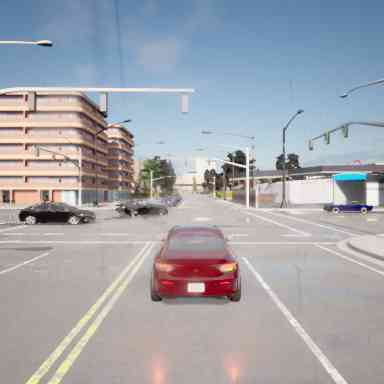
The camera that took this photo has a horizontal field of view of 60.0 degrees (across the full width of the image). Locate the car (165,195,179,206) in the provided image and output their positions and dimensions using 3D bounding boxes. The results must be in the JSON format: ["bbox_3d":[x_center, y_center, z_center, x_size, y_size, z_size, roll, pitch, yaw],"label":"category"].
[{"bbox_3d":[-3.585,1.352,51.677,2.097,1.767,4.553,0,0,0],"label":"car"}]

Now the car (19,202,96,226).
[{"bbox_3d":[-8.997,1.459,22.365,4.892,1.490,1.837,0,0,2],"label":"car"}]

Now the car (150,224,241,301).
[{"bbox_3d":[0.082,1.526,8.195,1.812,1.442,4.674,0,0,0],"label":"car"}]

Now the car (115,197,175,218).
[{"bbox_3d":[-4.372,1.457,29.380,4.902,1.511,2.128,0,0,-41],"label":"car"}]

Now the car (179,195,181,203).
[{"bbox_3d":[-3.567,1.601,61.639,1.895,1.301,4.718,0,0,0],"label":"car"}]

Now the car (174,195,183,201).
[{"bbox_3d":[-3.504,1.524,84.782,2.128,1.511,4.902,0,0,0],"label":"car"}]

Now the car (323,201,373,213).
[{"bbox_3d":[16.534,1.601,35.493,4.718,1.301,1.895,0,0,1],"label":"car"}]
